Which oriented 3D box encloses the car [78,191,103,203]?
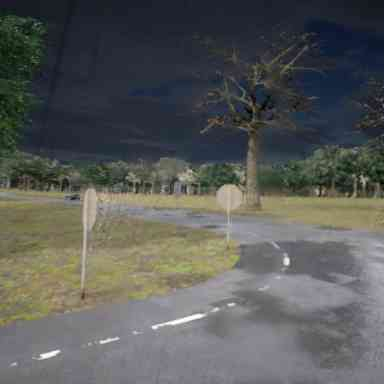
[{"bbox_3d":[-15.100,0.693,50.193,2.097,1.767,4.553,3,-1,-35],"label":"car"}]

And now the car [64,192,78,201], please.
[{"bbox_3d":[-20.876,0.800,58.177,1.837,1.490,4.892,3,-1,-36],"label":"car"}]
